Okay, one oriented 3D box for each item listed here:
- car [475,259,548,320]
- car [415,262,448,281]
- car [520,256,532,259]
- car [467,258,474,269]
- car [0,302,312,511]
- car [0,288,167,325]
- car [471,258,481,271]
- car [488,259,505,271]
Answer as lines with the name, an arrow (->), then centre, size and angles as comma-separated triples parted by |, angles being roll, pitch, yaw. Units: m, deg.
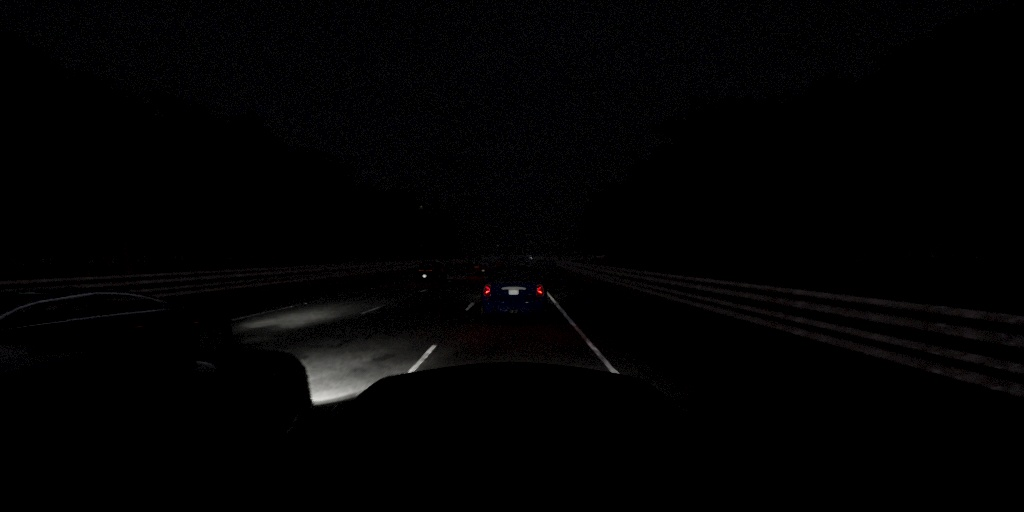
car -> 0.076, 1.100, 12.800 | 2.097, 1.767, 4.553 | 0, 0, 1
car -> -6.514, 1.234, 29.422 | 1.837, 1.490, 4.892 | 0, 0, 2
car -> 1.927, 1.165, 62.699 | 2.128, 1.511, 4.902 | 0, 0, 4
car -> -5.474, 1.041, 54.579 | 2.097, 1.767, 4.553 | 0, 0, 3
car -> -3.392, 1.311, 2.596 | 1.994, 1.385, 4.181 | 0, 0, 0
car -> -6.901, 1.236, 5.633 | 2.128, 1.511, 4.902 | 0, 0, 0
car -> -2.732, 1.251, 37.025 | 1.812, 1.442, 4.674 | 0, 0, 2
car -> -2.154, 1.181, 50.530 | 1.882, 1.535, 5.008 | 0, 1, 3
